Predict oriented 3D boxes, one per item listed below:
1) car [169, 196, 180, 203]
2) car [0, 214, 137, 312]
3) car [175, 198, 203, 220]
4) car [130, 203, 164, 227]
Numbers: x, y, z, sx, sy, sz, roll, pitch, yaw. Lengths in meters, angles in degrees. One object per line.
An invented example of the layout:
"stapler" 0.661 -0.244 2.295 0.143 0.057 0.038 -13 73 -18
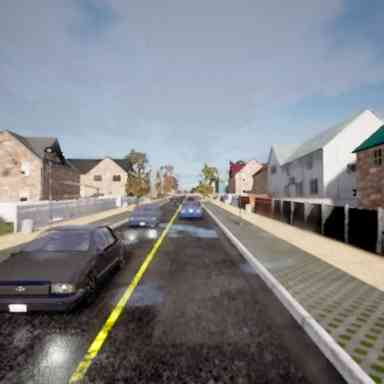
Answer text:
"car" -3.101 1.370 62.048 1.994 1.385 4.181 0 0 0
"car" -2.883 1.526 8.150 2.033 1.411 5.357 0 0 0
"car" -0.083 1.458 27.335 2.033 1.411 5.357 0 0 0
"car" -2.939 1.479 22.272 2.033 1.411 5.357 0 0 0
